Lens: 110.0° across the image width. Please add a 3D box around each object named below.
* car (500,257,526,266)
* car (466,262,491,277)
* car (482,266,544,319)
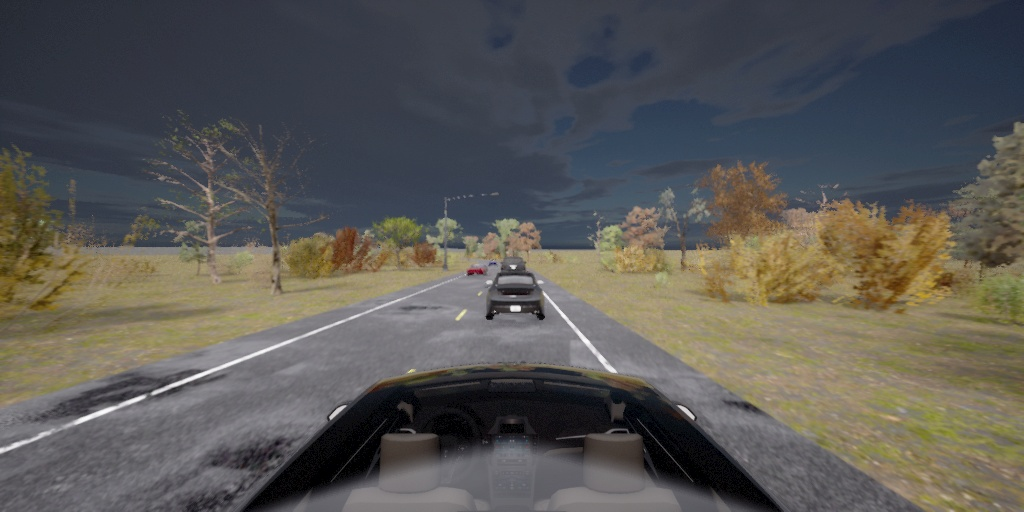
[{"bbox_3d":[0.109,1.075,32.281,2.150,2.045,5.566,0,0,0],"label":"car"},{"bbox_3d":[-3.584,1.471,37.288,1.895,1.301,4.718,0,0,0],"label":"car"},{"bbox_3d":[0.104,1.291,13.000,1.837,1.490,4.892,0,0,0],"label":"car"}]
